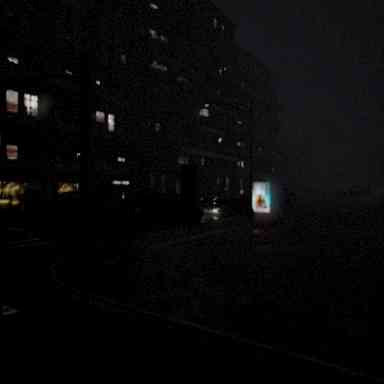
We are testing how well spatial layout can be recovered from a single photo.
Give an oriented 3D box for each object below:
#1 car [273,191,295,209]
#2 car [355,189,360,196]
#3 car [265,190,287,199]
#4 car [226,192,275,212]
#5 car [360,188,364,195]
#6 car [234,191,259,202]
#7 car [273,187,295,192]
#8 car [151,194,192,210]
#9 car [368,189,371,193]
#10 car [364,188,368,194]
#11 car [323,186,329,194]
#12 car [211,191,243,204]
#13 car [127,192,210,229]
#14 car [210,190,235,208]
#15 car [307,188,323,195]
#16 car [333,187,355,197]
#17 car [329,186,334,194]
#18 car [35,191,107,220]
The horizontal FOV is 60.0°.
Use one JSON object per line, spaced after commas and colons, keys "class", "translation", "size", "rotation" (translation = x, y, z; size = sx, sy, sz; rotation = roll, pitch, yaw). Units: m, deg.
{"class": "car", "translation": [8.156, 0.872, 32.244], "size": [1.947, 1.339, 4.313], "rotation": [2, 2, 35]}
{"class": "car", "translation": [30.431, 0.003, 64.047], "size": [1.967, 1.590, 4.097], "rotation": [2, 2, 35]}
{"class": "car", "translation": [13.980, 0.346, 55.167], "size": [1.887, 1.381, 4.507], "rotation": [2, 2, 35]}
{"class": "car", "translation": [4.975, 0.976, 27.700], "size": [1.947, 1.339, 4.313], "rotation": [2, 2, 35]}
{"class": "car", "translation": [33.612, 0.000, 68.594], "size": [1.887, 1.381, 4.507], "rotation": [2, 2, 35]}
{"class": "car", "translation": [7.616, 0.596, 46.082], "size": [1.802, 1.307, 4.206], "rotation": [2, 2, 35]}
{"class": "car", "translation": [13.779, 0.208, 50.212], "size": [2.150, 2.045, 5.566], "rotation": [1, 2, 35]}
{"class": "car", "translation": [-1.926, 0.911, 32.454], "size": [1.802, 1.307, 4.206], "rotation": [2, 2, 35]}
{"class": "car", "translation": [43.156, -0.317, 82.226], "size": [2.008, 1.369, 4.403], "rotation": [2, 2, 35]}
{"class": "car", "translation": [36.793, -0.107, 73.138], "size": [1.887, 1.381, 4.507], "rotation": [2, 2, 35]}
{"class": "car", "translation": [29.885, -0.188, 77.882], "size": [1.887, 1.381, 4.507], "rotation": [2, 2, 35]}
{"class": "car", "translation": [4.436, 0.670, 41.539], "size": [2.008, 1.369, 4.403], "rotation": [2, 2, 35]}
{"class": "car", "translation": [-1.386, 0.934, 18.605], "size": [2.192, 1.841, 5.009], "rotation": [2, 2, 35]}
{"class": "car", "translation": [2.746, 0.622, 34.624], "size": [2.097, 1.767, 4.553], "rotation": [1, 2, 35]}
{"class": "car", "translation": [26.704, -0.185, 73.335], "size": [1.967, 1.590, 4.097], "rotation": [2, 2, 35]}
{"class": "car", "translation": [27.248, 0.214, 59.507], "size": [1.887, 1.381, 4.507], "rotation": [2, 2, 35]}
{"class": "car", "translation": [33.068, -0.400, 82.421], "size": [1.967, 1.590, 4.097], "rotation": [2, 2, 35]}
{"class": "car", "translation": [-8.285, 0.852, 23.360], "size": [2.192, 1.841, 5.009], "rotation": [2, 2, 35]}
